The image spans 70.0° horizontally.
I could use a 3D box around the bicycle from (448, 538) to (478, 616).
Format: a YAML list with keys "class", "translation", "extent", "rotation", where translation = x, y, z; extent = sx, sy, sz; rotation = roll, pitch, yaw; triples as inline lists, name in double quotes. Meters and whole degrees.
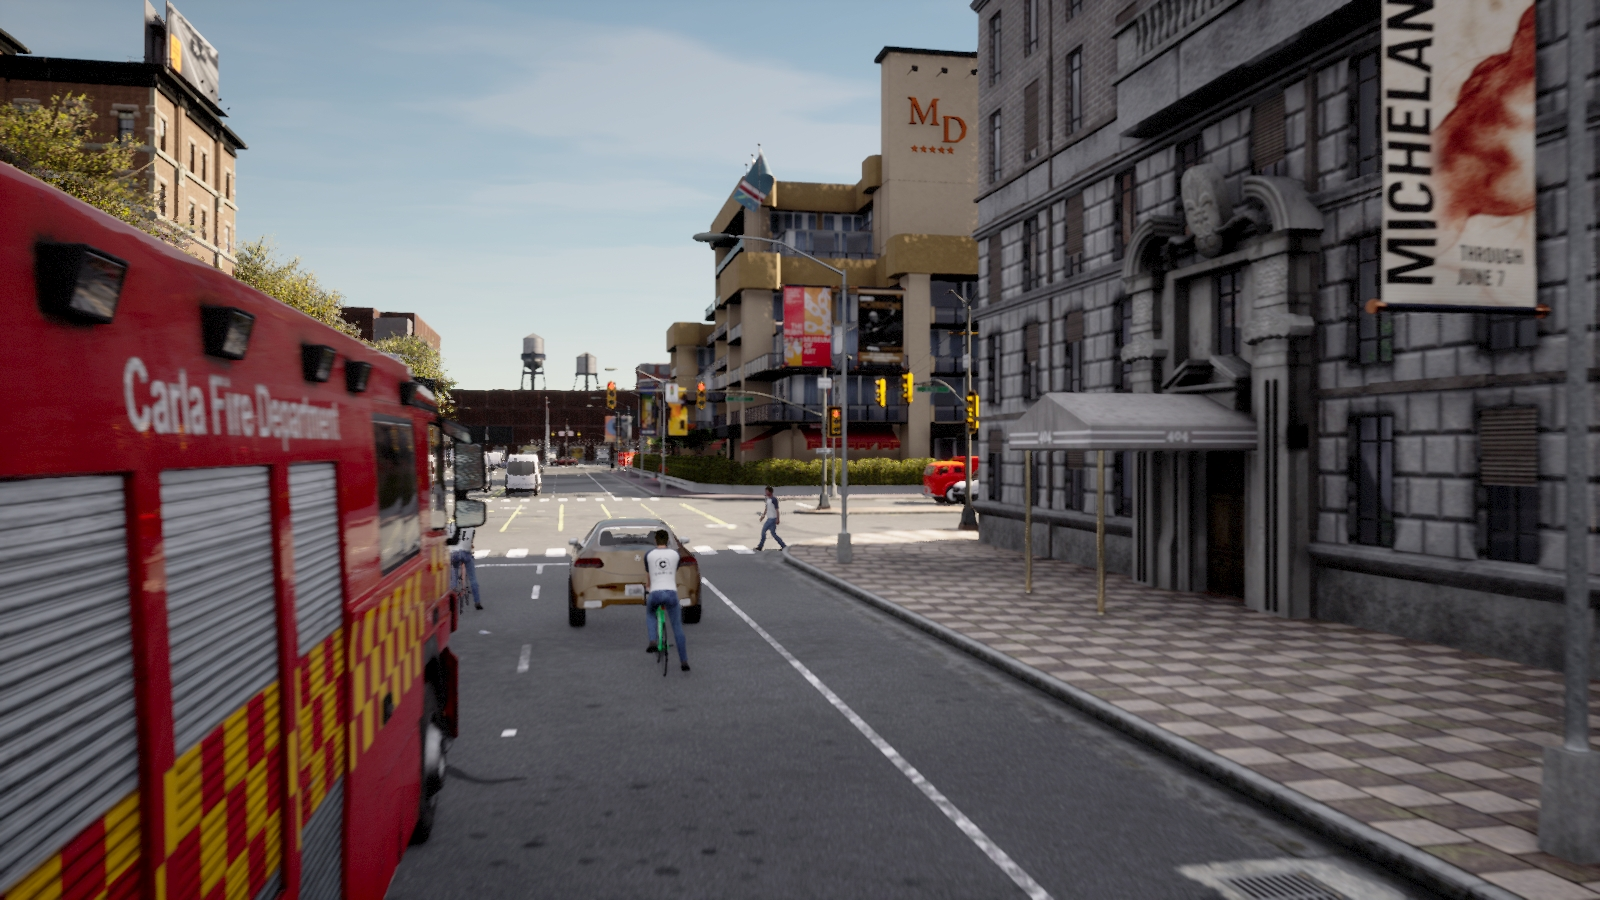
- class: "bicycle"
  translation: [-5.928, 2.206, 20.124]
  extent: [0.373, 1.196, 1.643]
  rotation: [0, 0, -11]

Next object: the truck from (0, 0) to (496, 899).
- class: "truck"
  translation: [-3.303, 0.891, 5.760]
  extent: [2.891, 3.827, 8.468]
  rotation: [0, 0, -11]

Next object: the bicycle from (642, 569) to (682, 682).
- class: "bicycle"
  translation: [-1.777, 2.206, 14.613]
  extent: [0.373, 1.196, 1.643]
  rotation: [0, 0, -12]

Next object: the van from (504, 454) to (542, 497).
- class: "van"
  translation: [-17.254, 1.534, 71.403]
  extent: [1.988, 2.561, 5.915]
  rotation: [0, 0, -11]

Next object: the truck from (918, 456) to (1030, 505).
- class: "truck"
  translation: [9.107, 1.568, 60.081]
  extent: [5.204, 2.467, 2.627]
  rotation: [0, 0, -12]

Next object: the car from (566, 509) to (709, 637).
- class: "car"
  translation: [-2.942, 1.992, 19.901]
  extent: [2.152, 1.651, 5.027]
  rotation: [0, 0, -11]

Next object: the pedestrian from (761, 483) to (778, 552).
- class: "pedestrian"
  translation: [-0.833, 1.847, 31.375]
  extent: [0.375, 1.860, 0.375]
  rotation: [0, 0, -15]
